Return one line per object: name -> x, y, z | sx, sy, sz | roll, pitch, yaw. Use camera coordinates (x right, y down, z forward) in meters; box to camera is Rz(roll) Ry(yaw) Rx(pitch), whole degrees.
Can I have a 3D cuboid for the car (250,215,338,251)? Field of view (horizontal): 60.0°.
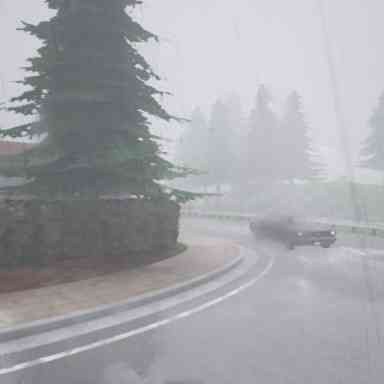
car -> 4.395, 1.722, 15.094 | 1.895, 1.301, 4.718 | 0, -1, -14
